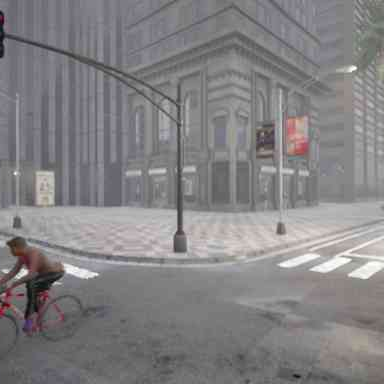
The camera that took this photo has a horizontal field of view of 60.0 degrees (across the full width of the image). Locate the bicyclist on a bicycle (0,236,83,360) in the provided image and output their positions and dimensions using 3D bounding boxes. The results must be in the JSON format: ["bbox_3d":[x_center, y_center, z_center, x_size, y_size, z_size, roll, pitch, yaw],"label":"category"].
[{"bbox_3d":[-2.274,1.431,4.652,0.582,1.620,1.656,0,0,42],"label":"bicyclist on a bicycle"}]
